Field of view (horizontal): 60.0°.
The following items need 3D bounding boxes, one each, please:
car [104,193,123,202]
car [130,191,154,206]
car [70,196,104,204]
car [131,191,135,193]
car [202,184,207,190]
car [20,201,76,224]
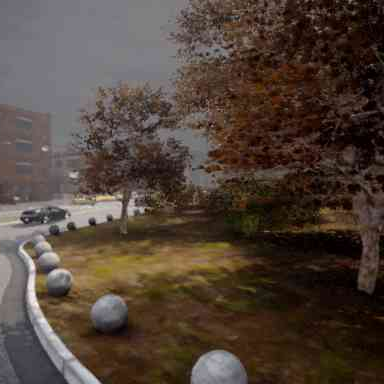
[{"bbox_3d":[-14.231,0.803,56.437,1.946,1.575,5.366,-1,2,24],"label":"car"},{"bbox_3d":[-6.035,1.013,45.788,1.882,1.535,5.008,-1,2,23],"label":"car"},{"bbox_3d":[-16.507,1.065,51.411,1.946,1.575,5.366,-1,2,24],"label":"car"},{"bbox_3d":[-11.965,0.544,61.468,1.946,1.575,5.366,-1,2,24],"label":"car"},{"bbox_3d":[1.747,-1.273,91.907,2.435,2.045,5.566,-1,2,24],"label":"car"},{"bbox_3d":[-12.110,1.811,27.776,1.837,1.490,4.892,-1,1,12],"label":"car"}]
